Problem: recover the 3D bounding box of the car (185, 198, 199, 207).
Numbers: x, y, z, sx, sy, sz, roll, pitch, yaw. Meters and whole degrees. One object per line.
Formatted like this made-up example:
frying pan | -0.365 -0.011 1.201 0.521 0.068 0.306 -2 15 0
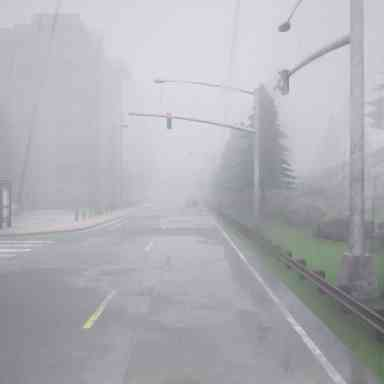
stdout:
car | -0.013 1.564 50.635 1.994 1.385 4.181 0 0 0
